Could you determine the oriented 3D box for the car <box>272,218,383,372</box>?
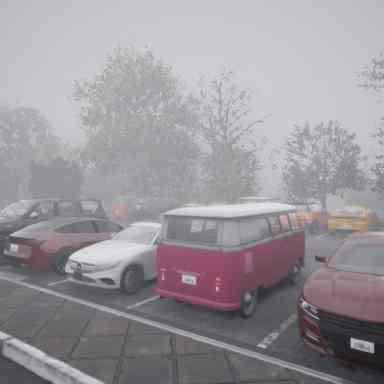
[{"bbox_3d":[3.405,1.486,5.837,2.097,1.535,5.008,0,0,36],"label":"car"}]

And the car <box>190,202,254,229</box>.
[{"bbox_3d":[2.176,1.501,22.806,2.231,1.521,4.892,0,0,36],"label":"car"}]

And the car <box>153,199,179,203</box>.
[{"bbox_3d":[-0.176,1.503,24.275,1.946,1.575,5.366,0,0,36],"label":"car"}]

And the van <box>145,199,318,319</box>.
[{"bbox_3d":[1.214,1.264,7.546,1.878,1.987,4.442,0,0,36],"label":"van"}]

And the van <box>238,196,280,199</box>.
[{"bbox_3d":[4.498,1.271,21.290,1.878,1.987,4.442,0,0,36],"label":"van"}]

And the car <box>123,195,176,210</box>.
[{"bbox_3d":[-2.302,1.264,26.063,2.435,2.045,5.566,-1,0,36],"label":"car"}]

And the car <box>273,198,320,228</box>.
[{"bbox_3d":[6.662,1.367,19.555,2.185,1.767,4.553,0,0,36],"label":"car"}]

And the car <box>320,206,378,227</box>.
[{"bbox_3d":[8.826,1.489,18.033,2.097,1.535,5.008,0,0,36],"label":"car"}]

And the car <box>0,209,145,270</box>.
[{"bbox_3d":[-3.346,1.527,10.713,2.163,1.488,4.792,0,0,36],"label":"car"}]

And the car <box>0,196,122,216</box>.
[{"bbox_3d":[-5.636,1.250,12.286,2.435,2.045,5.566,0,0,36],"label":"car"}]

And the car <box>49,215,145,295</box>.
[{"bbox_3d":[-1.108,1.533,9.073,2.002,1.452,4.674,0,0,36],"label":"car"}]
